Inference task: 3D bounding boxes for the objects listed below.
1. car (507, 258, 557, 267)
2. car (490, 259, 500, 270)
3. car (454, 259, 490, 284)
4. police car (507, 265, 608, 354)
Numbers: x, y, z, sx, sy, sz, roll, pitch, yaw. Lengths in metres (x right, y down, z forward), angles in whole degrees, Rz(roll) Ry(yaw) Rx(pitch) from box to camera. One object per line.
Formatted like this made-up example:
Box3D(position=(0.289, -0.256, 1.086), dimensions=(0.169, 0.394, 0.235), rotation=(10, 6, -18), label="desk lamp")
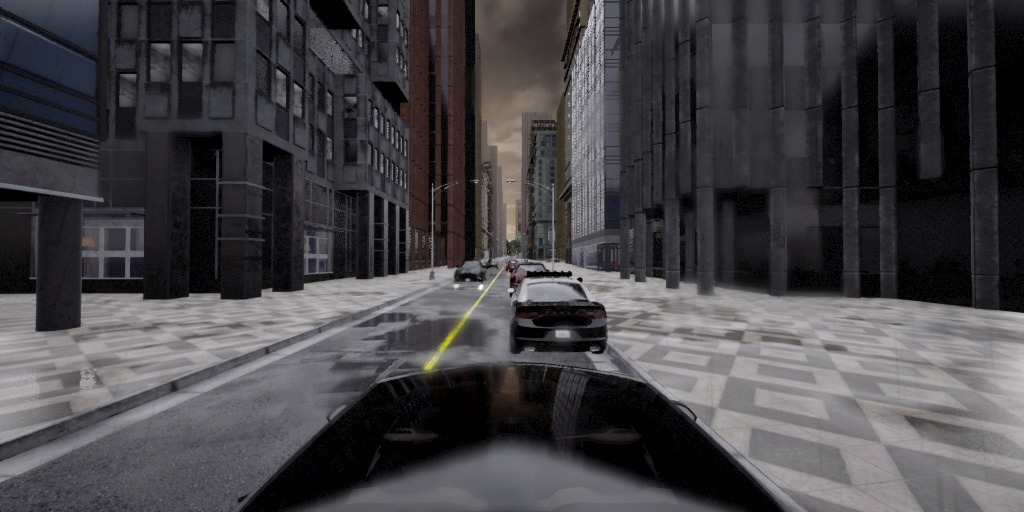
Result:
Box3D(position=(0.918, 1.100, 18.772), dimensions=(2.097, 1.767, 4.553), rotation=(0, 0, 0), label="car")
Box3D(position=(-2.937, 1.243, 54.003), dimensions=(1.837, 1.490, 4.892), rotation=(0, 0, 0), label="car")
Box3D(position=(-3.070, 1.098, 27.151), dimensions=(2.097, 1.767, 4.553), rotation=(0, 0, 0), label="car")
Box3D(position=(0.907, 1.177, 8.911), dimensions=(1.930, 1.638, 5.238), rotation=(0, 0, 0), label="police car")
